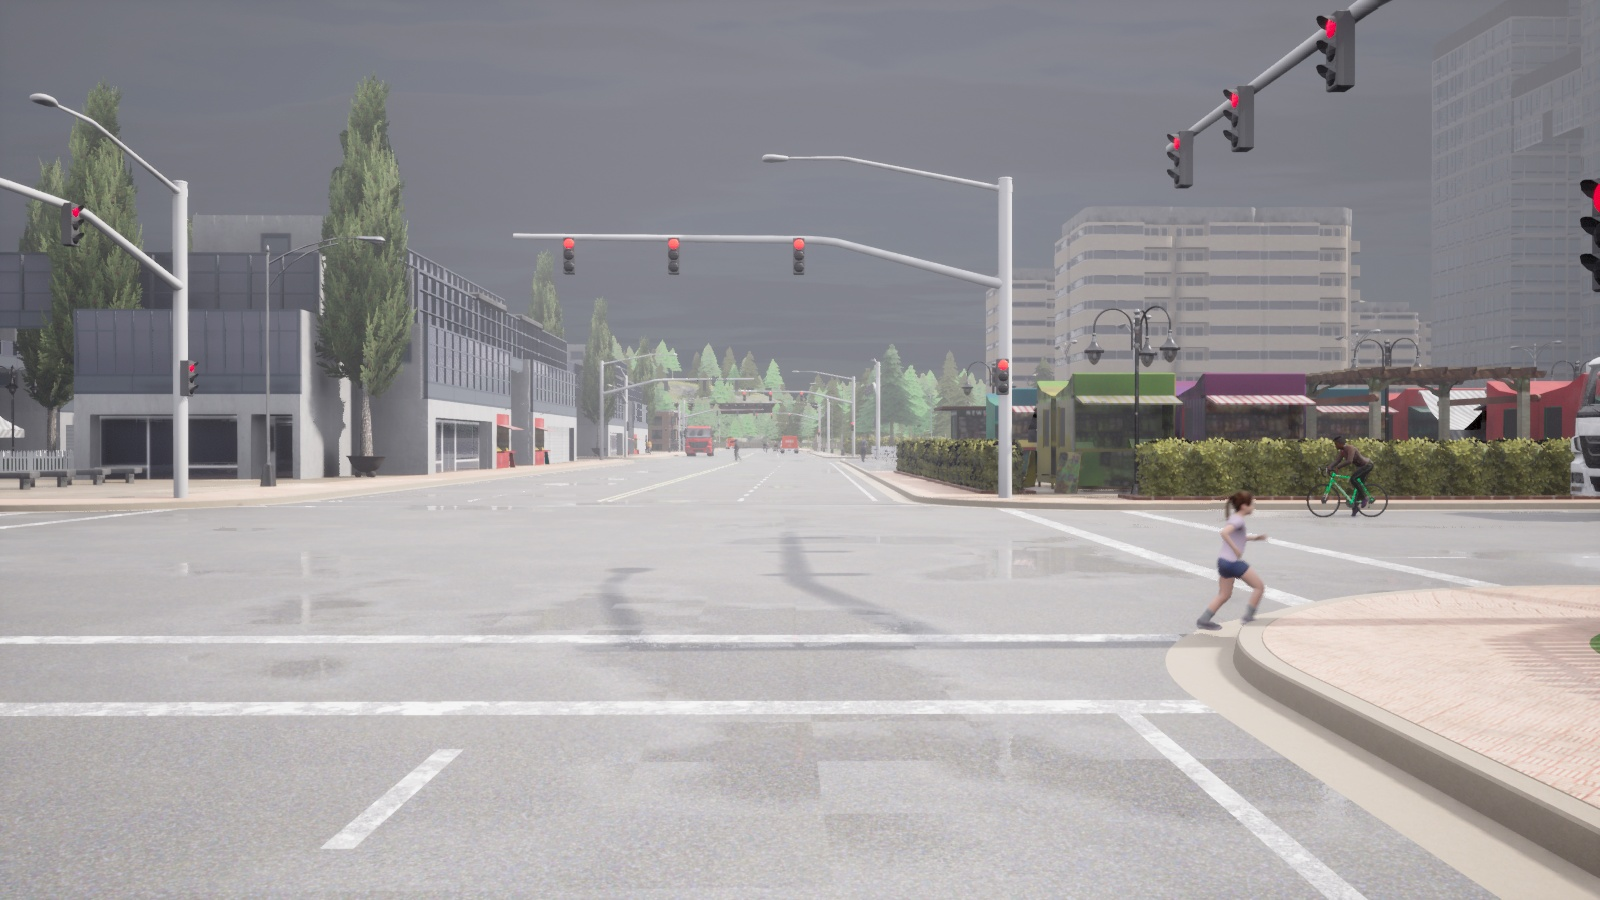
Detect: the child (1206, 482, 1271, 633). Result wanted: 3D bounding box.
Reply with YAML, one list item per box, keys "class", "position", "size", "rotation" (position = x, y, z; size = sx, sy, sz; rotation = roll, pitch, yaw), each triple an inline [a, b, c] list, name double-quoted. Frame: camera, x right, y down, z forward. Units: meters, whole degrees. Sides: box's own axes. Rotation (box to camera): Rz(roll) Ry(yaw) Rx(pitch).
- class: "child"
  position: [3.296, 0.800, 9.442]
  size: [0.394, 1.110, 0.255]
  rotation: [0, 0, 1]

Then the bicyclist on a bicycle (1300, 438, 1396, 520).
- class: "bicyclist on a bicycle"
  position: [10.932, 0.567, 25.075]
  size: [1.656, 1.620, 0.582]
  rotation: [0, 0, -1]

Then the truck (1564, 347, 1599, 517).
- class: "truck"
  position: [20.193, -0.362, 25.251]
  size: [7.936, 3.462, 2.891]
  rotation: [0, 0, -1]
